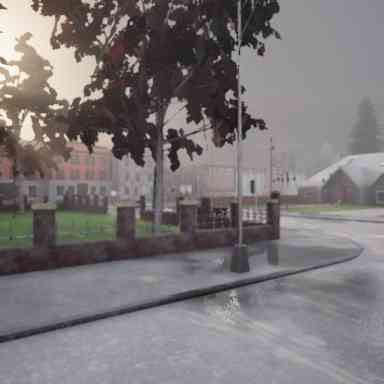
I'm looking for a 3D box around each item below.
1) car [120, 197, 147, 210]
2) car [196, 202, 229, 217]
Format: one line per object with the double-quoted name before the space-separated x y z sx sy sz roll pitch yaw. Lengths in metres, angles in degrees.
"car" -7.163 1.410 40.634 2.128 1.511 4.902 0 0 -35
"car" 1.067 1.519 28.983 1.895 1.301 4.718 0 0 -35
